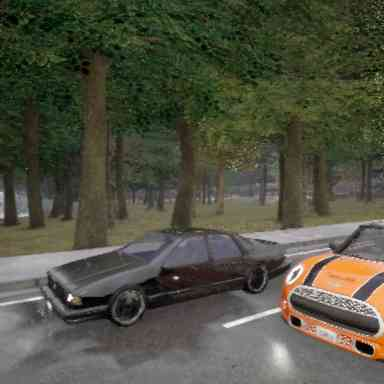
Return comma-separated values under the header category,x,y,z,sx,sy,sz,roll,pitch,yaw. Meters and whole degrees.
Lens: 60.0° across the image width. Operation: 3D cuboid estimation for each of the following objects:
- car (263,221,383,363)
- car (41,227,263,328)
category,x,y,z,sx,sy,sz,roll,pitch,yaw
car,3.646,1.329,5.800,4.553,1.767,2.097,0,0,-35
car,-0.187,1.498,7.064,5.357,1.411,2.033,0,0,-35
